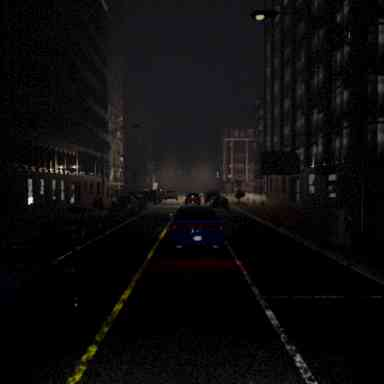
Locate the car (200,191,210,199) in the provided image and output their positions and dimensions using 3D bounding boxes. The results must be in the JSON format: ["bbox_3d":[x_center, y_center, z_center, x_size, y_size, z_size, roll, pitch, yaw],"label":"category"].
[{"bbox_3d":[2.566,0.500,65.225,1.752,1.417,4.829,0,1,0],"label":"car"}]

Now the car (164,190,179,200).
[{"bbox_3d":[-2.749,0.423,44.892,1.882,1.535,5.008,0,1,0],"label":"car"}]

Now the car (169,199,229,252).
[{"bbox_3d":[0.123,1.270,12.971,1.882,1.535,5.008,0,1,-1],"label":"car"}]

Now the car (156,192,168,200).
[{"bbox_3d":[-5.314,0.646,59.498,1.802,1.307,4.206,0,1,0],"label":"car"}]

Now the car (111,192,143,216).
[{"bbox_3d":[-5.316,1.025,26.147,1.967,1.590,4.097,0,1,0],"label":"car"}]

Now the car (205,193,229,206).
[{"bbox_3d":[2.565,1.049,31.707,2.008,1.369,4.403,0,1,0],"label":"car"}]

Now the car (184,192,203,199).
[{"bbox_3d":[0.102,0.864,40.559,1.837,1.490,4.892,0,1,0],"label":"car"}]

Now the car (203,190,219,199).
[{"bbox_3d":[2.565,0.639,42.819,2.192,1.841,5.009,0,1,0],"label":"car"}]

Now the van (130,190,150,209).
[{"bbox_3d":[-5.316,0.839,31.704,1.690,1.788,3.998,0,1,0],"label":"van"}]

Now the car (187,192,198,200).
[{"bbox_3d":[0.103,0.687,58.052,1.895,1.301,4.718,0,1,0],"label":"car"}]

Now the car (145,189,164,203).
[{"bbox_3d":[-5.315,0.552,48.377,2.192,1.841,5.009,0,1,0],"label":"car"}]

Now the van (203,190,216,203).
[{"bbox_3d":[2.565,0.578,48.378,1.690,1.788,3.998,0,1,0],"label":"van"}]

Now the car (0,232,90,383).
[{"bbox_3d":[-2.851,1.499,3.944,1.994,1.385,4.181,0,1,0],"label":"car"}]

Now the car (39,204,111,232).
[{"bbox_3d":[-5.316,1.311,15.033,2.008,1.369,4.403,0,1,0],"label":"car"}]

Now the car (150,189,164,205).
[{"bbox_3d":[-5.316,0.639,42.819,2.192,1.841,5.009,0,1,0],"label":"car"}]
